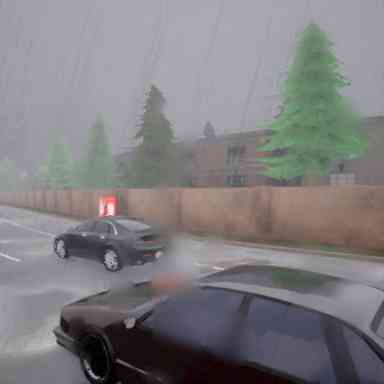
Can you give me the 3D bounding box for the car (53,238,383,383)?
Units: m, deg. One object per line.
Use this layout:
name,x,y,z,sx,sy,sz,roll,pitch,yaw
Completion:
car,0.729,1.564,3.553,5.357,1.411,2.033,0,0,37

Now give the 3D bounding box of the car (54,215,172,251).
car,-2.730,1.542,10.956,4.892,1.490,1.837,0,0,41

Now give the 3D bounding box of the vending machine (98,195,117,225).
vending machine,-6.146,1.274,24.188,1.100,2.100,0.880,0,0,-40
